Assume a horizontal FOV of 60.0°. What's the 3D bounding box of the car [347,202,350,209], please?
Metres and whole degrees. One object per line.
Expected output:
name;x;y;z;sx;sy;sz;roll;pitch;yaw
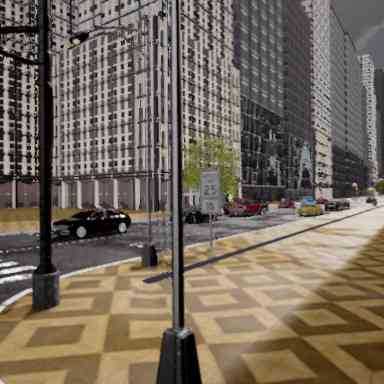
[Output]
car;22.171;1.839;49.095;2.008;1.369;4.403;-1;-1;35

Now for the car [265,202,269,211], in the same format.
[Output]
car;8.809;1.920;44.457;1.947;1.339;4.313;-1;-1;35

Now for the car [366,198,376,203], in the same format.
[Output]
car;41.548;1.940;77.257;1.947;1.339;4.313;-1;-1;35

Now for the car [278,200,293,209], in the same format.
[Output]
car;15.268;1.972;53.844;1.802;1.307;4.206;-1;-1;35

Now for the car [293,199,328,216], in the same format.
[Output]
car;12.579;1.757;35.155;1.752;1.417;4.829;-1;-1;35

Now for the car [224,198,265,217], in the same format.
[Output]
car;5.643;1.640;35.262;2.097;1.767;4.553;-1;-1;34

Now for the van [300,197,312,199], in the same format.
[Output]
van;21.725;1.764;63.236;1.690;1.788;3.998;-1;-1;35

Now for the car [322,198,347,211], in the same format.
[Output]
car;18.942;1.837;44.402;1.947;1.339;4.313;-1;-1;35

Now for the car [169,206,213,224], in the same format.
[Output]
car;-0.016;1.810;27.047;1.994;1.385;4.181;-1;-1;35

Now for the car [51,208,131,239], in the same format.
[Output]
car;-5.618;1.707;18.924;1.837;1.490;4.892;-1;-1;35
